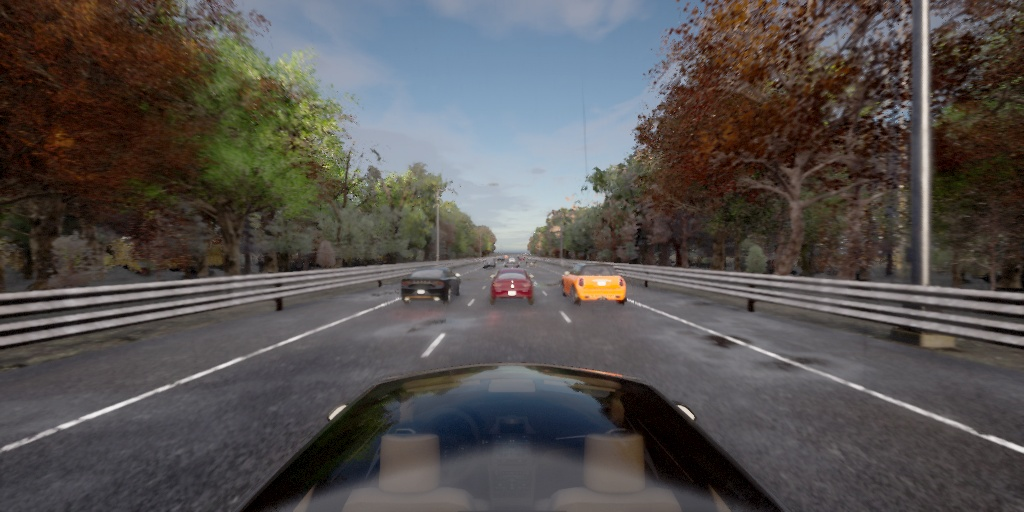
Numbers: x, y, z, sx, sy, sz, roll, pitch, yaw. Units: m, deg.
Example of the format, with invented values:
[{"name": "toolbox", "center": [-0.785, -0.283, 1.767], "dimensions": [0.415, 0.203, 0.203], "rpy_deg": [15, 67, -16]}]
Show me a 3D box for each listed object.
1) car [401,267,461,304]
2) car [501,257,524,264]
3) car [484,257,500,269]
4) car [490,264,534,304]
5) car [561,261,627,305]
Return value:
[{"name": "car", "center": [-3.495, 1.224, 16.262], "dimensions": [1.882, 1.535, 5.008], "rpy_deg": [0, 0, 0]}, {"name": "car", "center": [0.014, 1.210, 45.312], "dimensions": [2.128, 1.511, 4.902], "rpy_deg": [0, 0, 0]}, {"name": "car", "center": [-3.481, 1.252, 57.303], "dimensions": [2.033, 1.411, 5.357], "rpy_deg": [0, 0, 0]}, {"name": "car", "center": [0.005, 1.271, 16.239], "dimensions": [1.812, 1.442, 4.674], "rpy_deg": [0, 0, 0]}, {"name": "car", "center": [3.505, 1.096, 16.140], "dimensions": [2.097, 1.767, 4.553], "rpy_deg": [0, 0, 0]}]
